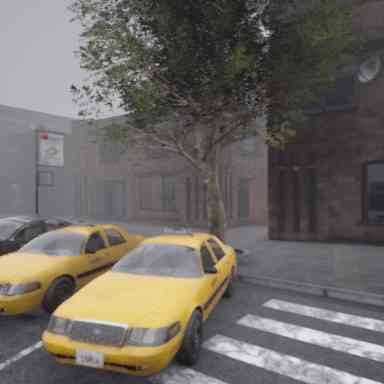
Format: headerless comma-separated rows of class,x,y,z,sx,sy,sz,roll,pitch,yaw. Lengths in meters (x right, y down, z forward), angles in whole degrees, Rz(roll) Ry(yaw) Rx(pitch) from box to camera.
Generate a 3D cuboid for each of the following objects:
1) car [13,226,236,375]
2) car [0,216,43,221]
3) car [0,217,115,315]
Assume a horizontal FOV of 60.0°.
car,-0.359,1.483,6.145,1.946,1.575,5.366,0,-1,16
car,-5.172,1.496,9.841,2.231,1.521,4.892,1,-1,16
car,-2.794,1.487,7.900,1.946,1.575,5.366,0,-1,16
